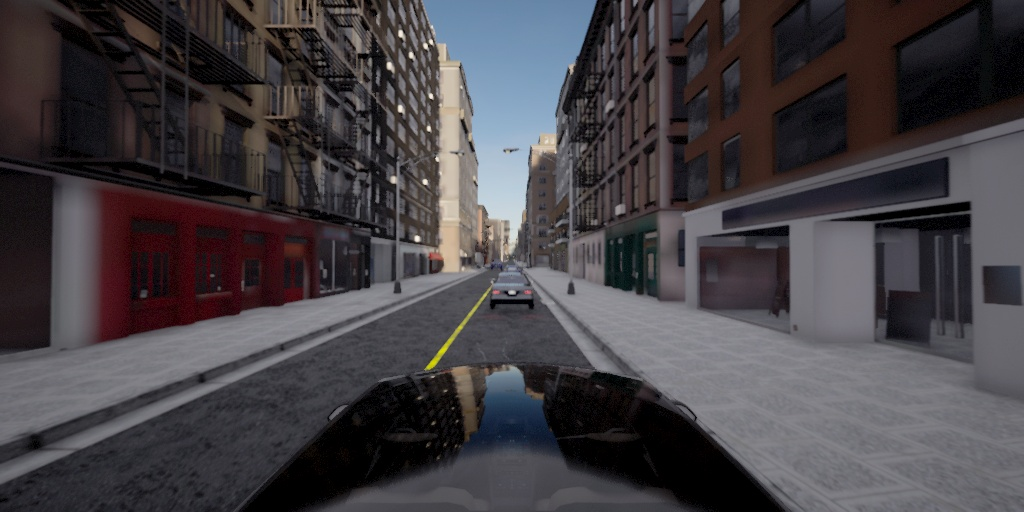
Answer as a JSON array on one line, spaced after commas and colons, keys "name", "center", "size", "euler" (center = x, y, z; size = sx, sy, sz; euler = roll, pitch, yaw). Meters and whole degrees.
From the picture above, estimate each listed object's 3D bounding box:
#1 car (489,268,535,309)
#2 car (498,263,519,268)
[{"name": "car", "center": [0.001, 1.433, 15.841], "size": [2.033, 1.411, 5.357], "euler": [0, -1, 0]}, {"name": "car", "center": [0.004, 1.566, 31.215], "size": [1.812, 1.442, 4.674], "euler": [0, 0, 0]}]
